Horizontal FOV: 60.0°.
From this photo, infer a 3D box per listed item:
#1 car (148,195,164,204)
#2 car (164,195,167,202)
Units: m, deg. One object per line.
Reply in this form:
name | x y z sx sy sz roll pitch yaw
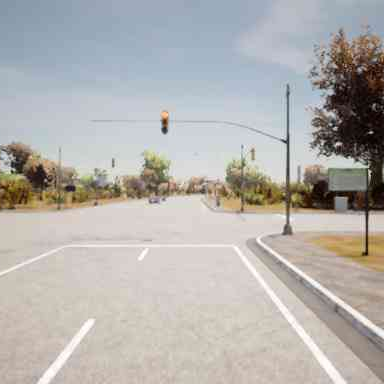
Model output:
car | -7.029 1.473 62.028 2.128 1.511 4.902 0 0 1
car | -6.987 1.494 77.501 2.128 1.511 4.902 0 0 0
